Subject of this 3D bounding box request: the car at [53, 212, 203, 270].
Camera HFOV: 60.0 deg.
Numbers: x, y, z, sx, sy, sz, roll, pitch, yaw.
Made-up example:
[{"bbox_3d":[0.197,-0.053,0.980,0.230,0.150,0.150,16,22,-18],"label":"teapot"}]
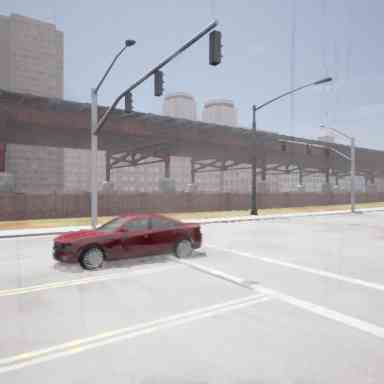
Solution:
[{"bbox_3d":[-1.973,1.477,11.152,5.008,1.535,1.882,0,0,-33],"label":"car"}]
